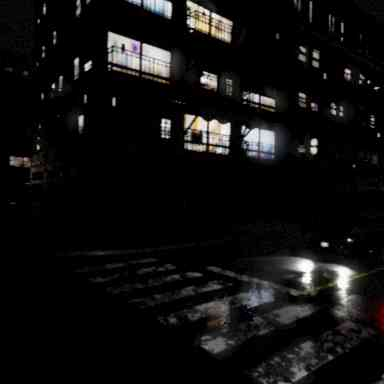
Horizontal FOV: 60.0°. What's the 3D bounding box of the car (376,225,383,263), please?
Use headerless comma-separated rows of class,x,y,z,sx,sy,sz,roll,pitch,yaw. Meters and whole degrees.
car,6.981,1.551,8.764,4.718,1.301,1.895,0,0,-38

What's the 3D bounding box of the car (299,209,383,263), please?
car,5.790,1.492,11.762,4.181,1.385,1.994,0,0,-37
